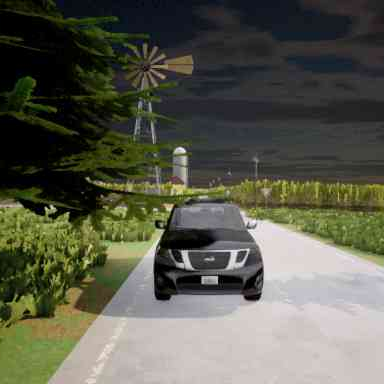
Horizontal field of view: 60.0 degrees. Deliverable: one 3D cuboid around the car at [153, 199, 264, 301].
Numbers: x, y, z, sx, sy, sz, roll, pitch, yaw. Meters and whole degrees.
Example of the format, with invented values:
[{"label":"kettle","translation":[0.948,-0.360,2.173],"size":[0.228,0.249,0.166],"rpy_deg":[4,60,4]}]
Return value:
[{"label":"car","translation":[0.334,1.221,8.702],"size":[2.150,2.045,5.566],"rpy_deg":[0,0,0]}]
